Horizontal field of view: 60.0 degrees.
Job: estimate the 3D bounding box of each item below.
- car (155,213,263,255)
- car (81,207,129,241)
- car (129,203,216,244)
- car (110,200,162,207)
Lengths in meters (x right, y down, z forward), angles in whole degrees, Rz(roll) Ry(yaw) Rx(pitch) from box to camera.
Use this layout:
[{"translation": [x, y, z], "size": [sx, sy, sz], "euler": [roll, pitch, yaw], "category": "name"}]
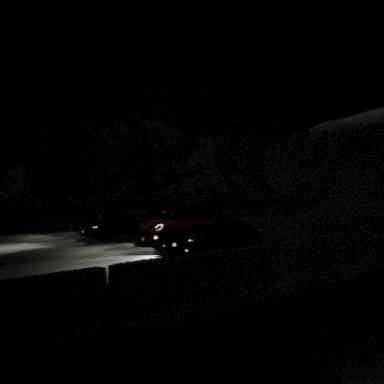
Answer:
[{"translation": [0.932, 1.751, 13.419], "size": [4.181, 1.385, 1.994], "euler": [0, -1, -38], "category": "car"}, {"translation": [-3.701, 1.795, 18.681], "size": [4.902, 1.511, 2.128], "euler": [0, -1, -38], "category": "car"}, {"translation": [-0.498, 1.597, 16.732], "size": [4.553, 1.767, 2.097], "euler": [0, -1, -38], "category": "car"}, {"translation": [-4.382, 1.587, 22.564], "size": [5.566, 2.045, 2.150], "euler": [0, -1, -39], "category": "car"}]
